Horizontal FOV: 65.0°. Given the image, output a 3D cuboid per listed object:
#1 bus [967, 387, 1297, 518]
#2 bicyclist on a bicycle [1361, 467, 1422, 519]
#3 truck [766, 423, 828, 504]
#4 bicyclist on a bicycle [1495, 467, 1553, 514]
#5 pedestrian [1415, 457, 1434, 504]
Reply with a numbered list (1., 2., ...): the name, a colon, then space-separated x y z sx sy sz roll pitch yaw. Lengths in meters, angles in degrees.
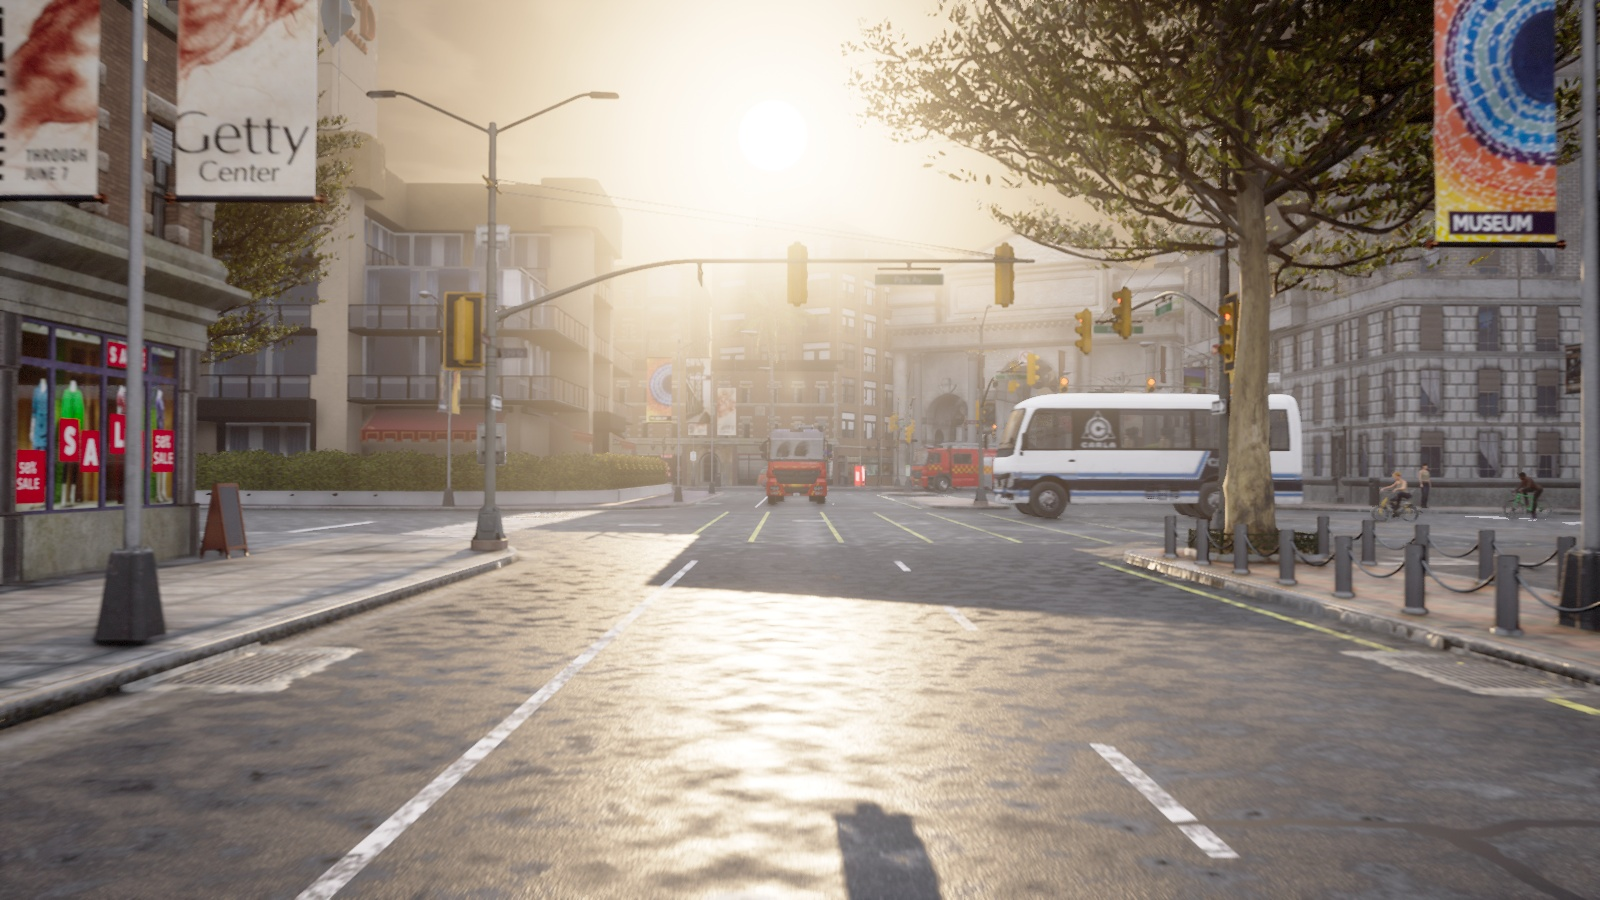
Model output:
1. bus: 11.189 0.118 43.299 10.273 4.253 3.944 0 -1 0
2. bicyclist on a bicycle: 18.740 1.342 39.777 1.509 1.612 0.866 0 0 -3
3. truck: -0.160 0.712 63.431 2.891 3.827 8.468 0 -1 0
4. bicyclist on a bicycle: 25.013 1.394 43.389 1.656 1.620 0.582 -1 -1 0
5. pedestrian: 24.768 1.206 49.834 0.345 1.836 0.594 0 -1 -14
